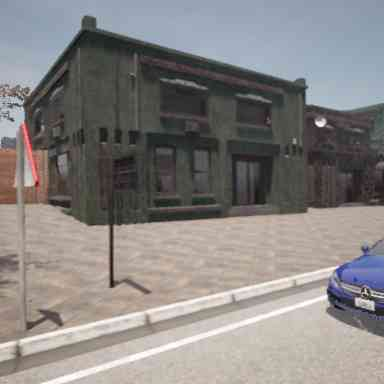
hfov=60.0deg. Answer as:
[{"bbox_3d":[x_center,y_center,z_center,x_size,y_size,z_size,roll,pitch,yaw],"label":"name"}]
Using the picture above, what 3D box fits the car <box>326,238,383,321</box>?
[{"bbox_3d":[4.655,1.533,6.679,4.674,1.442,1.812,0,0,-36],"label":"car"}]
